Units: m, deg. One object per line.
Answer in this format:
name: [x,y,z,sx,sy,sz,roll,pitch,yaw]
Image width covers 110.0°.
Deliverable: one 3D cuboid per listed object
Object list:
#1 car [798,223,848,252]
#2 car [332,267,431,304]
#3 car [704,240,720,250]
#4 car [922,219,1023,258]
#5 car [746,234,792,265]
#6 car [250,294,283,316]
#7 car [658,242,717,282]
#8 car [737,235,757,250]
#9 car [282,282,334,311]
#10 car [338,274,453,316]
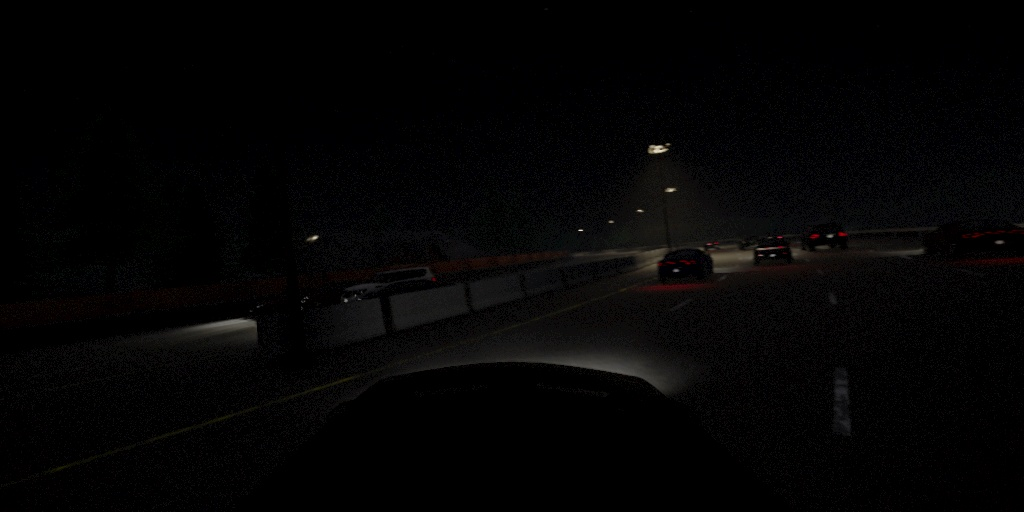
car: [24.181,-1.467,28.028,2.150,2.045,5.566,-6,0,31]
car: [-7.086,1.837,21.182,2.150,2.045,5.566,-6,0,40]
car: [29.215,-1.589,52.735,2.128,1.511,4.902,-6,0,23]
car: [20.004,-0.835,15.711,1.882,1.535,5.008,-6,0,35]
car: [16.161,-0.370,22.404,2.128,1.511,4.902,-6,0,34]
car: [-14.312,2.930,23.478,1.812,1.442,4.674,-6,0,41]
car: [8.996,0.359,18.445,1.882,1.535,5.008,-6,0,37]
car: [28.244,-1.685,42.725,2.097,1.767,4.553,-6,0,27]
car: [-10.998,2.392,22.021,2.097,1.767,4.553,-6,0,41]
car: [-5.295,1.954,17.867,2.033,1.411,5.357,-6,0,41]
